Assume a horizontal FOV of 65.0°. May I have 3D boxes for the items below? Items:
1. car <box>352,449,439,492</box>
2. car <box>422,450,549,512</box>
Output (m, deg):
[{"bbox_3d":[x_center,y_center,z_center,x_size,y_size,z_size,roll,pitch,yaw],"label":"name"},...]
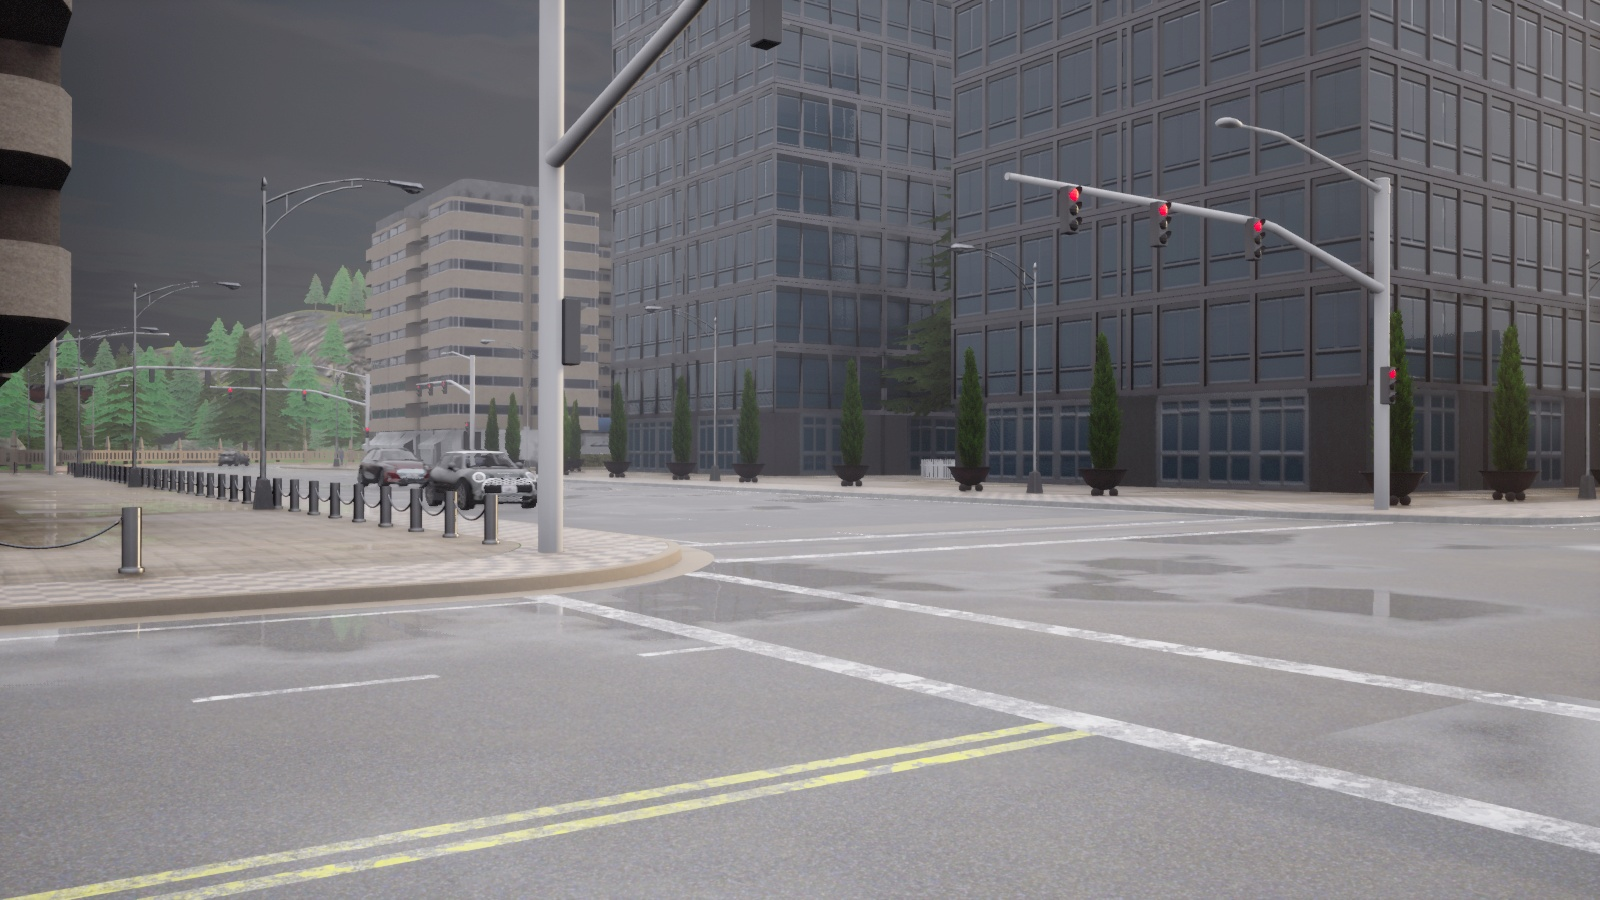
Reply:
[{"bbox_3d":[-16.278,0.777,50.417,2.033,1.649,4.856,0,0,-34],"label":"car"},{"bbox_3d":[-8.148,0.751,32.301,1.970,1.475,3.806,0,0,-34],"label":"car"}]
